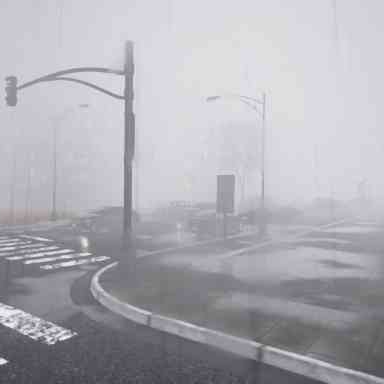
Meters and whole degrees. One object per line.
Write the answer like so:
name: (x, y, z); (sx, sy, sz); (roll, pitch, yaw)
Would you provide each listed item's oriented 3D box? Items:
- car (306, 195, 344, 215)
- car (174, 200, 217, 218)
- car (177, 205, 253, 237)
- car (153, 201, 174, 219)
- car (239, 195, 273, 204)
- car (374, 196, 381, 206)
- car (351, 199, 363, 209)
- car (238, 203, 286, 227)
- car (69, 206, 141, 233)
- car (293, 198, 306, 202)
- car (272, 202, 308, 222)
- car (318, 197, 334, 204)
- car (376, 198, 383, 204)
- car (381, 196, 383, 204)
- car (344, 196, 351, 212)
car: (15.180, 1.569, 37.780); (2.192, 1.841, 5.009); (1, 0, 36)
car: (0.919, 1.591, 28.301); (1.837, 1.490, 4.892); (1, 0, 36)
car: (1.470, 1.696, 19.067); (2.008, 1.369, 4.403); (1, 0, 36)
car: (-1.612, 1.481, 29.454); (1.967, 1.590, 4.097); (1, 0, 36)
car: (7.163, 1.358, 36.772); (2.150, 2.045, 5.566); (1, 0, 36)
car: (34.943, 1.941, 64.796); (1.752, 1.417, 4.829); (1, 0, 36)
car: (24.976, 1.773, 51.244); (1.967, 1.590, 4.097); (1, 0, 36)
car: (4.718, 1.737, 23.483); (1.947, 1.339, 4.313); (1, 0, 36)
car: (-5.086, 1.564, 20.139); (1.812, 1.442, 4.674); (1, 0, 36)
car: (18.123, 1.727, 56.071); (1.752, 1.417, 4.829); (1, 0, 36)
car: (7.964, 1.779, 27.898); (1.802, 1.307, 4.206); (1, 0, 36)
car: (28.090, 1.849, 69.623); (1.947, 1.339, 4.313); (1, 0, 36)
car: (44.708, 2.047, 78.075); (2.008, 1.369, 4.403); (1, 0, 36)
car: (41.422, 1.784, 73.603); (2.192, 1.841, 5.009); (1, 0, 36)
car: (18.441, 1.721, 42.272); (1.967, 1.590, 4.097); (1, 0, 36)
